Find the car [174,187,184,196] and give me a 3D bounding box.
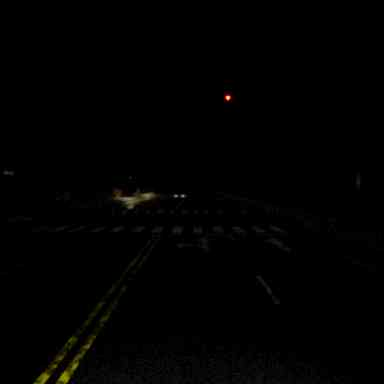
[{"bbox_3d":[-2.970,-0.250,77.588,2.150,2.045,5.566,0,1,0],"label":"car"}]
